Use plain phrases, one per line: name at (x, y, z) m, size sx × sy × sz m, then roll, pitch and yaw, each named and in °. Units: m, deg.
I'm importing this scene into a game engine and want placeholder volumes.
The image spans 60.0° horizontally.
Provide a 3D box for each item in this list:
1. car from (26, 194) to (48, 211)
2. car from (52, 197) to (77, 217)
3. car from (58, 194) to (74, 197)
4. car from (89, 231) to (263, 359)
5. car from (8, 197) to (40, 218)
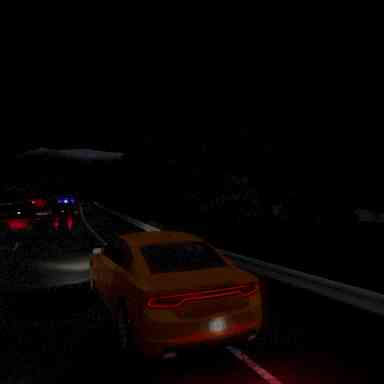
car at (-18.747, 1.221, 39.972) m, size 2.150 × 2.045 × 5.566 m, roll 0°, pitch 0°, yaw -19°
car at (-12.119, 1.491, 31.495) m, size 2.128 × 1.511 × 4.902 m, roll 0°, pitch 0°, yaw -19°
car at (-15.588, 1.221, 41.380) m, size 2.150 × 2.045 × 5.566 m, roll 0°, pitch 0°, yaw -19°
car at (-0.725, 1.478, 6.312) m, size 1.882 × 1.535 × 5.008 m, roll 0°, pitch 0°, yaw -25°
car at (-15.288, 1.505, 30.091) m, size 1.837 × 1.490 × 4.892 m, roll 0°, pitch 0°, yaw -20°
